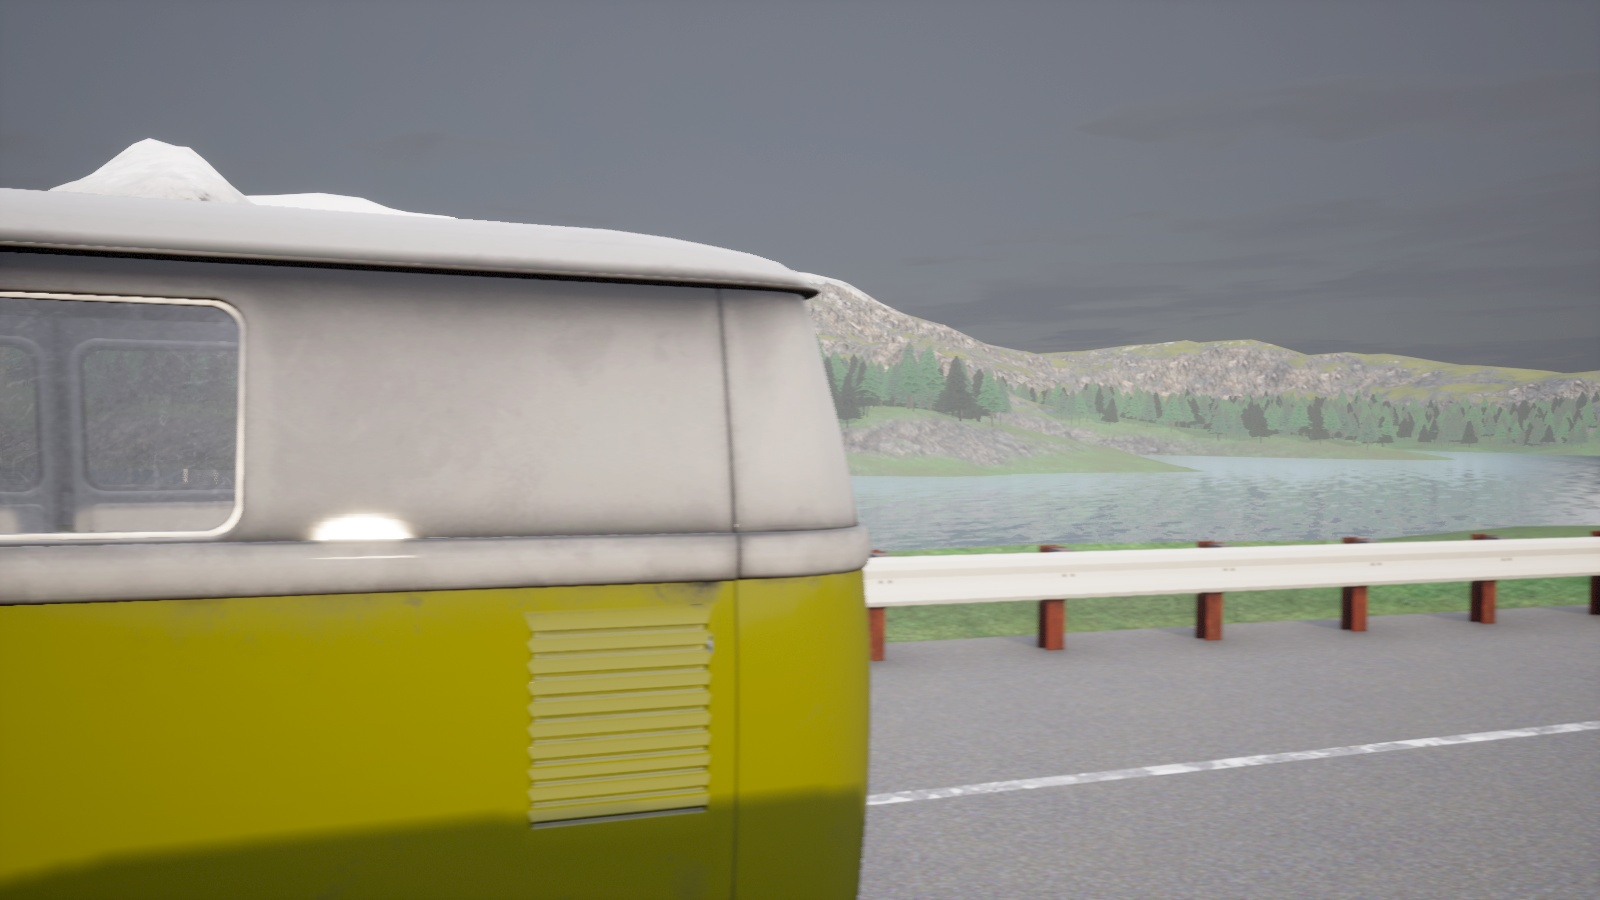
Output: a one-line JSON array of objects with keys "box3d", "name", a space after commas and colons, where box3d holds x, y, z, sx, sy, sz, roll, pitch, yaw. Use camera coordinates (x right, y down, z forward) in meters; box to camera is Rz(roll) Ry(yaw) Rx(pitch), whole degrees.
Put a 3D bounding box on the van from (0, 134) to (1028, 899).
[{"box3d": [-1.949, 0.531, 2.495, 4.442, 1.987, 1.775, -1, 1, -21], "name": "van"}]
